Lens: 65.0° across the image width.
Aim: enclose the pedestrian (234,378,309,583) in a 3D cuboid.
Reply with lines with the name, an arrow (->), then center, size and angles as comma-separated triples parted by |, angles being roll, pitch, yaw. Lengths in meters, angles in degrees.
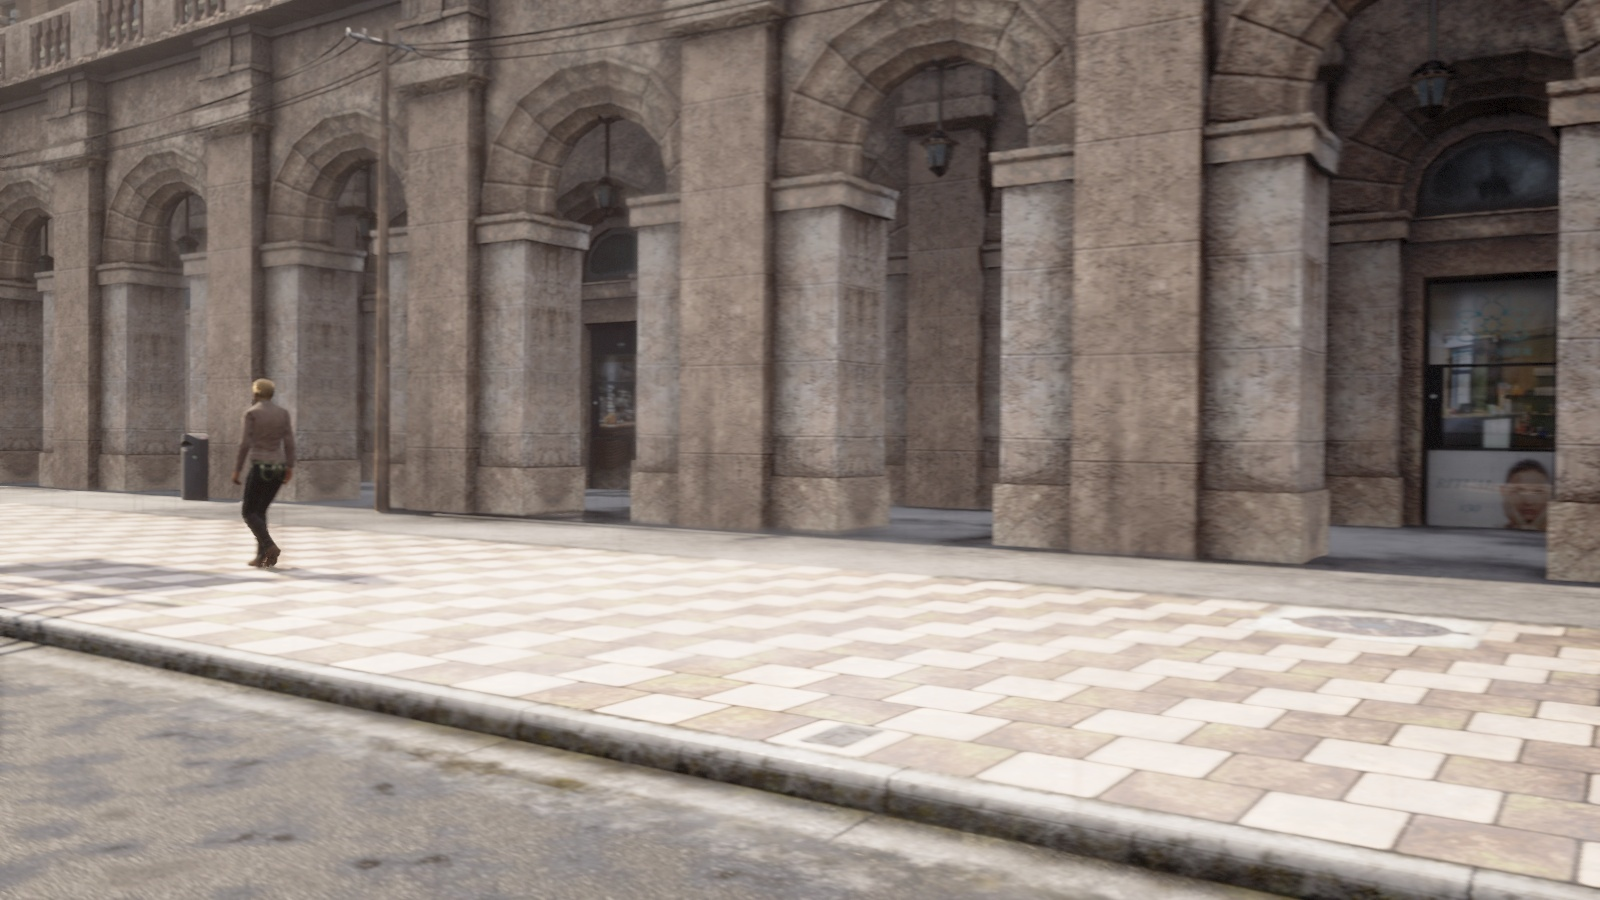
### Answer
pedestrian -> -4.896, 0.274, 11.634 | 0.634, 1.846, 0.331 | 0, 1, 36
